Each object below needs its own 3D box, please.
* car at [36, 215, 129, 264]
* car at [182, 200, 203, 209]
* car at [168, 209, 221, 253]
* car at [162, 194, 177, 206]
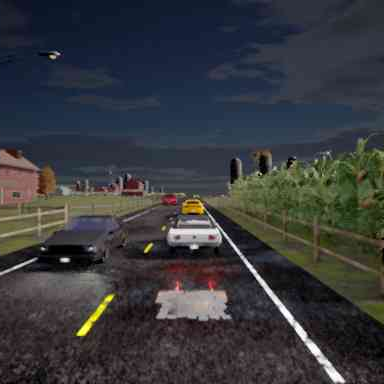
[{"bbox_3d":[-3.607,1.552,12.118,2.033,1.411,5.357,0,0,0],"label":"car"},{"bbox_3d":[0.089,1.500,32.132,1.882,1.535,5.008,0,0,0],"label":"car"},{"bbox_3d":[0.087,1.607,13.719,1.895,1.301,4.718,0,0,0],"label":"car"},{"bbox_3d":[-3.580,1.277,54.851,2.150,2.045,5.566,0,0,0],"label":"car"}]
